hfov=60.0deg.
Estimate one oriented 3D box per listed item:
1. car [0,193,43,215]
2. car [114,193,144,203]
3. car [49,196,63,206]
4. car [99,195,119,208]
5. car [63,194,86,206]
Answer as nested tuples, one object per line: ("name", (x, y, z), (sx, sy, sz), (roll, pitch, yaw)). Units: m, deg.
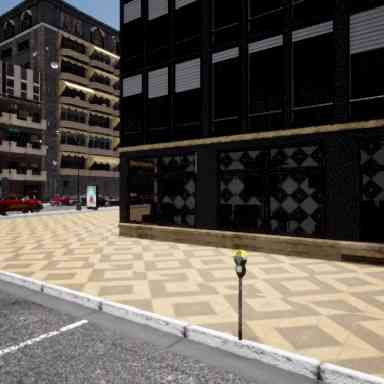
("car", (-15.571, 1.029, 28.771), (2.192, 1.841, 5.009), (1, 2, 35))
("car", (-9.718, 0.834, 51.698), (2.008, 1.369, 4.403), (2, 2, 35))
("car", (-16.091, 1.075, 42.621), (1.802, 1.307, 4.206), (1, 2, 35))
("car", (-9.197, 1.073, 37.857), (1.947, 1.339, 4.313), (1, 2, 35))
("car", (-13.238, 0.961, 42.197), (2.128, 1.511, 4.902), (0, 2, 35))
